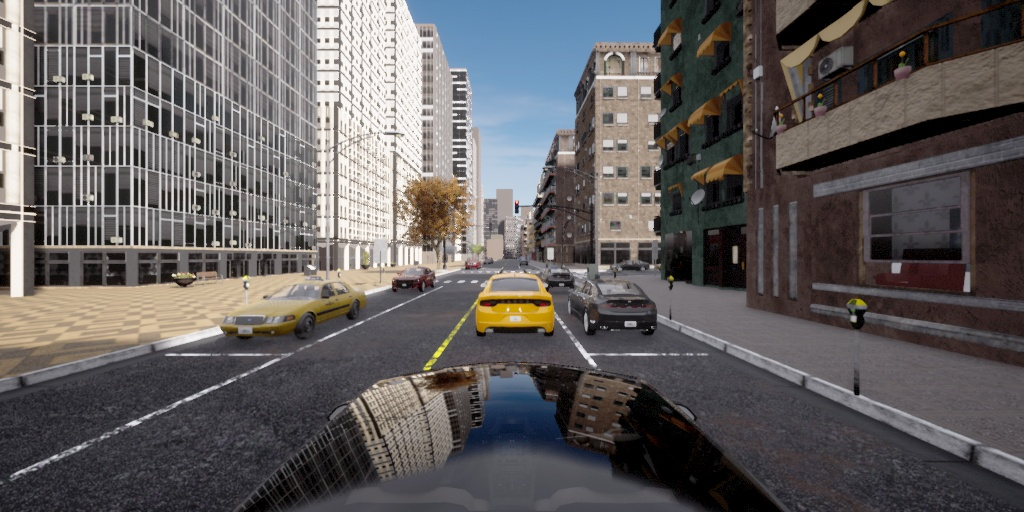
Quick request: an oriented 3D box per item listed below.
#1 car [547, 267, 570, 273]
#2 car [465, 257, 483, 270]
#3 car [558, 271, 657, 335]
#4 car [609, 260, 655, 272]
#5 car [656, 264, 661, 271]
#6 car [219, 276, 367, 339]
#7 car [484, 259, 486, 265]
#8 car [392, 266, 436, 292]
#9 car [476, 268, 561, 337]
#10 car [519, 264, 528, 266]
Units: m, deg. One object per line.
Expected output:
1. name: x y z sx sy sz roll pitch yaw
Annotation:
1. car: 2.644 1.301 21.333 2.007 1.370 4.403 0 0 0
2. car: -5.810 1.087 53.702 2.192 1.841 5.009 0 0 0
3. car: 2.669 1.299 10.268 2.007 1.370 4.403 0 0 0
4. car: 13.346 1.100 40.774 4.403 1.370 2.007 0 0 -1
5. car: 18.743 0.998 40.841 4.829 1.417 1.751 0 0 -1
6. car: -5.710 1.274 10.079 1.751 1.417 4.829 0 0 0
7. car: -5.823 1.344 59.225 1.948 1.339 4.313 0 0 0
8. car: -5.736 1.295 21.314 1.888 1.381 4.507 0 0 0
9. car: 0.069 1.226 10.360 1.882 1.535 5.008 0 0 0
10. car: 0.057 1.351 20.639 1.895 1.301 4.718 0 0 0
